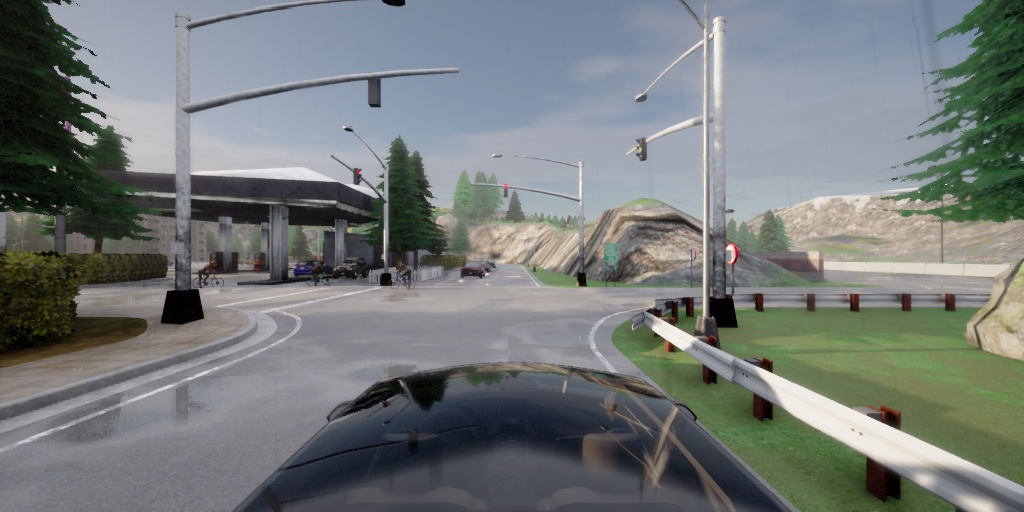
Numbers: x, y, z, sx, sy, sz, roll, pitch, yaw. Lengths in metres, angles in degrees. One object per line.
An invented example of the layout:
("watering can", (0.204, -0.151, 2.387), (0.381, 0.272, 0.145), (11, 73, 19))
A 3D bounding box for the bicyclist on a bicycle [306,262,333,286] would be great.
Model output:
("bicyclist on a bicycle", (-13.084, 1.203, 24.373), (1.656, 1.620, 0.582), (0, 0, -40))

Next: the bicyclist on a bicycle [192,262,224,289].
("bicyclist on a bicycle", (-18.539, 1.190, 21.907), (1.656, 1.620, 0.582), (0, -1, -15))

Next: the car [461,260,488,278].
("car", (-3.576, 1.228, 33.469), (1.882, 1.535, 5.008), (0, 0, 0))

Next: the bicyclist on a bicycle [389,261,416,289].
("bicyclist on a bicycle", (-6.289, 1.115, 20.588), (1.656, 1.620, 0.582), (0, -1, 12))

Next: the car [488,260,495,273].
("car", (-3.566, 1.297, 44.045), (2.033, 1.411, 5.357), (0, 0, 0))
